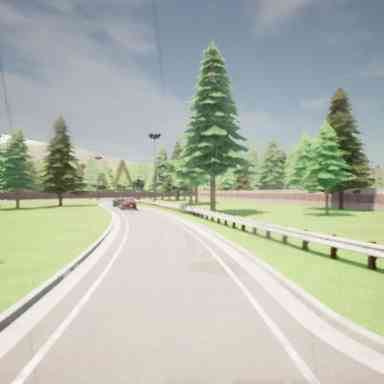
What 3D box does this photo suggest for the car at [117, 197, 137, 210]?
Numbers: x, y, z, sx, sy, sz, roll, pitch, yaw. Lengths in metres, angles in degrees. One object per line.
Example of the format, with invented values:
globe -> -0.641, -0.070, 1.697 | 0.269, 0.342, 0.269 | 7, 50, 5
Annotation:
car -> -8.258, 1.577, 43.118 | 1.812, 1.442, 4.674 | 0, 0, -19

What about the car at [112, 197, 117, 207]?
car -> -11.472, 1.561, 52.527 | 2.128, 1.511, 4.902 | 0, 0, -19
